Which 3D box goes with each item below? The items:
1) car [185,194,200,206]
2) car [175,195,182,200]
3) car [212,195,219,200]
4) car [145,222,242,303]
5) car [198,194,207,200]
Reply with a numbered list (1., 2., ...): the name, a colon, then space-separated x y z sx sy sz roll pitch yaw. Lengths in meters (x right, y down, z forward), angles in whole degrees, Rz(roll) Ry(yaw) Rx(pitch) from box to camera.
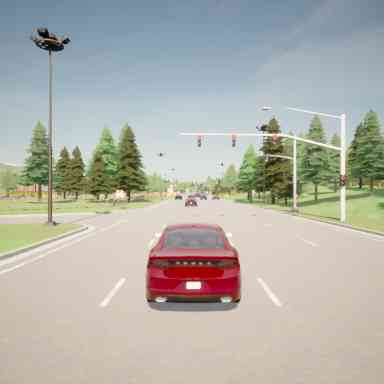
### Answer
1. car: -0.151 1.525 52.877 1.812 1.442 4.674 0 0 0
2. car: -3.772 1.478 94.313 1.882 1.535 5.008 0 0 0
3. car: 6.728 1.525 94.344 2.128 1.511 4.902 0 0 0
4. car: 0.039 1.478 8.275 1.882 1.535 5.008 0 0 0
5. car: 3.228 1.524 94.334 1.812 1.442 4.674 0 0 0
